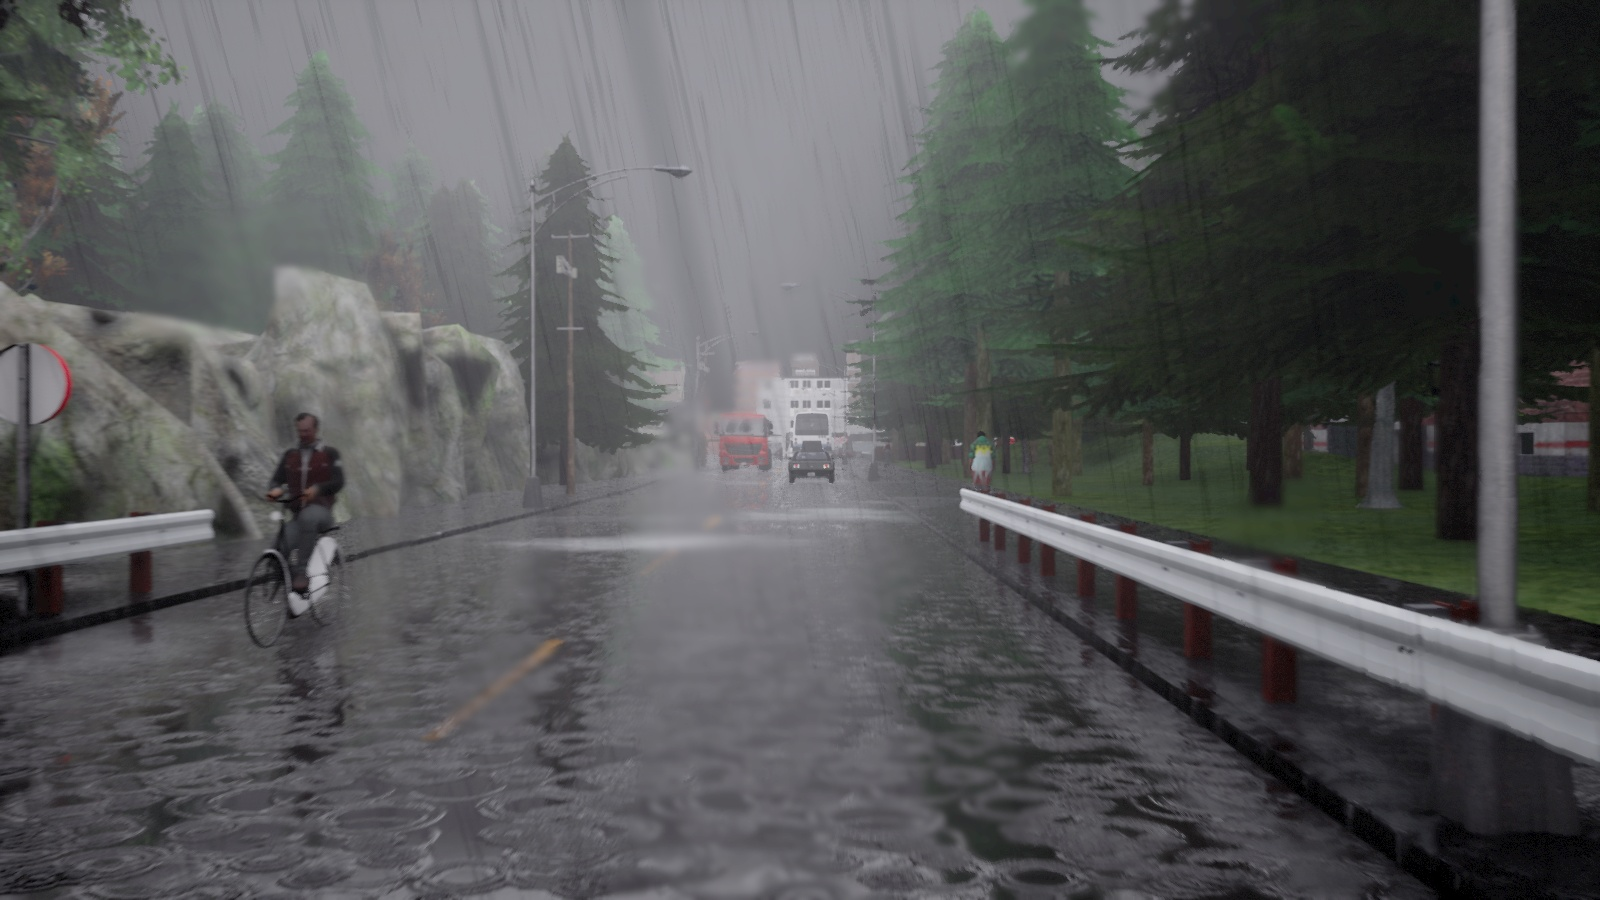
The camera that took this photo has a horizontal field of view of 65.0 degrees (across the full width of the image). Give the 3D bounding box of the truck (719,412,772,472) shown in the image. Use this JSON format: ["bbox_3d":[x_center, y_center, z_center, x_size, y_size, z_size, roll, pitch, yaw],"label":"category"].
[{"bbox_3d":[-3.266,-0.487,77.219,2.891,3.462,7.936,0,0,1],"label":"truck"}]

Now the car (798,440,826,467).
[{"bbox_3d":[0.843,0.259,88.181,1.905,1.878,3.866,0,0,1],"label":"car"}]

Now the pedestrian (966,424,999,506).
[{"bbox_3d":[4.422,0.362,30.484,0.659,1.952,0.873,0,0,0],"label":"pedestrian"}]

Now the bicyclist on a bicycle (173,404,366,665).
[{"bbox_3d":[-3.929,0.583,9.474,0.659,1.776,1.843,0,0,0],"label":"bicyclist on a bicycle"}]

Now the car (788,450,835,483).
[{"bbox_3d":[0.488,0.677,52.776,1.895,1.301,4.718,0,0,1],"label":"car"}]
